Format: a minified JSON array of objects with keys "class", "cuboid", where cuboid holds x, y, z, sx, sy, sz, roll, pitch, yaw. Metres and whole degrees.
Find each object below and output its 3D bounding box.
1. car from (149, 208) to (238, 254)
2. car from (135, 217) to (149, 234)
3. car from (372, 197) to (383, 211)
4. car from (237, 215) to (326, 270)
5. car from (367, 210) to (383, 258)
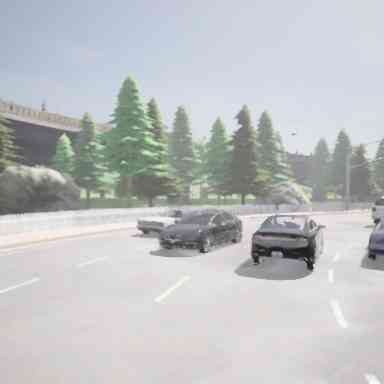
[{"class":"car","cuboid":[0.544,1.510,13.824,1.837,1.490,4.892,0,0,31]},{"class":"car","cuboid":[-0.868,1.591,18.246,1.895,1.301,4.718,1,0,35]},{"class":"car","cuboid":[14.921,1.373,23.649,5.566,2.045,2.150,1,0,-37]},{"class":"car","cuboid":[3.404,1.525,11.401,2.128,1.511,4.902,0,0,25]},{"class":"car","cuboid":[7.725,1.626,12.314,2.033,1.411,5.357,1,0,34]}]
